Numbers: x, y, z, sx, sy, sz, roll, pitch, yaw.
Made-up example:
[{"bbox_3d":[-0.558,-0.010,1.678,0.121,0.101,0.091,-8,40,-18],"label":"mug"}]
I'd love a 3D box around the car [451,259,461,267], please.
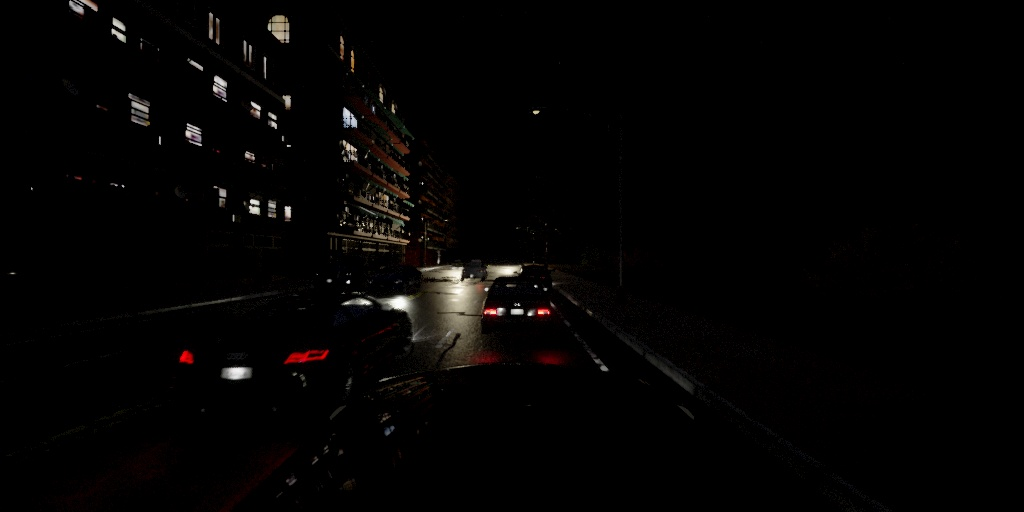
[{"bbox_3d":[-9.682,1.312,64.625,1.994,1.385,4.181,0,0,1],"label":"car"}]

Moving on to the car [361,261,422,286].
[{"bbox_3d":[-6.565,1.230,20.600,1.882,1.535,5.008,0,0,0],"label":"car"}]

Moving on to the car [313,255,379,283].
[{"bbox_3d":[-9.813,0.973,22.032,2.150,2.045,5.566,0,0,0],"label":"car"}]

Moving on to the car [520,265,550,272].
[{"bbox_3d":[1.171,1.257,20.250,1.837,1.490,4.892,0,0,0],"label":"car"}]

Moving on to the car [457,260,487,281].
[{"bbox_3d":[-3.098,1.278,29.674,1.812,1.442,4.674,0,0,-1],"label":"car"}]

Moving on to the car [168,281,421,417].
[{"bbox_3d":[-3.144,1.314,6.104,1.994,1.385,4.181,0,0,0],"label":"car"}]

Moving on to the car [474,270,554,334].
[{"bbox_3d":[0.118,1.299,10.561,2.033,1.411,5.357,0,0,0],"label":"car"}]
